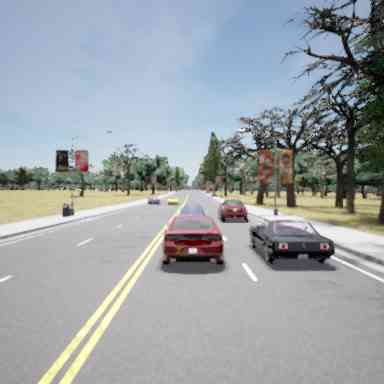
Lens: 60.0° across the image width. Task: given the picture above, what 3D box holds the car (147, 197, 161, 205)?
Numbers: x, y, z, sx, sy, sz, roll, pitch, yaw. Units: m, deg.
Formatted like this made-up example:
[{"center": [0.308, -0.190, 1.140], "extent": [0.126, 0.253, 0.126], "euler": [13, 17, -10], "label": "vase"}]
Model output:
[{"center": [-6.531, 1.615, 57.946], "extent": [1.994, 1.385, 4.181], "euler": [0, 0, 1], "label": "car"}]

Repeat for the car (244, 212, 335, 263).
[{"center": [3.294, 1.625, 12.014], "extent": [1.895, 1.301, 4.718], "euler": [0, 0, 0], "label": "car"}]

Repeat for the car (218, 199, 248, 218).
[{"center": [3.305, 1.395, 27.522], "extent": [2.097, 1.767, 4.553], "euler": [0, 0, 1], "label": "car"}]

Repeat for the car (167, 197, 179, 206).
[{"center": [-3.284, 1.530, 57.743], "extent": [1.882, 1.535, 5.008], "euler": [0, 0, 1], "label": "car"}]

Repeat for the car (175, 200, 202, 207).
[{"center": [0.036, 1.590, 25.449], "extent": [2.033, 1.411, 5.357], "euler": [0, 0, 1], "label": "car"}]

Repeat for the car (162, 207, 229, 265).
[{"center": [0.043, 1.502, 11.798], "extent": [1.882, 1.535, 5.008], "euler": [0, 0, 0], "label": "car"}]
